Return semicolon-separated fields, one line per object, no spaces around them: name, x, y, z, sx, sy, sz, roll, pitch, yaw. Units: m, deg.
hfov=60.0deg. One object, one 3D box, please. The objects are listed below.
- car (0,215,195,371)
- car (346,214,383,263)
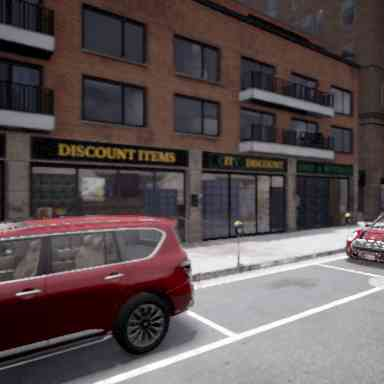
car;-2.273;1.315;4.565;5.009;1.841;2.192;0;0;-35
car;6.980;1.437;11.162;4.097;1.590;1.967;0;0;-35
